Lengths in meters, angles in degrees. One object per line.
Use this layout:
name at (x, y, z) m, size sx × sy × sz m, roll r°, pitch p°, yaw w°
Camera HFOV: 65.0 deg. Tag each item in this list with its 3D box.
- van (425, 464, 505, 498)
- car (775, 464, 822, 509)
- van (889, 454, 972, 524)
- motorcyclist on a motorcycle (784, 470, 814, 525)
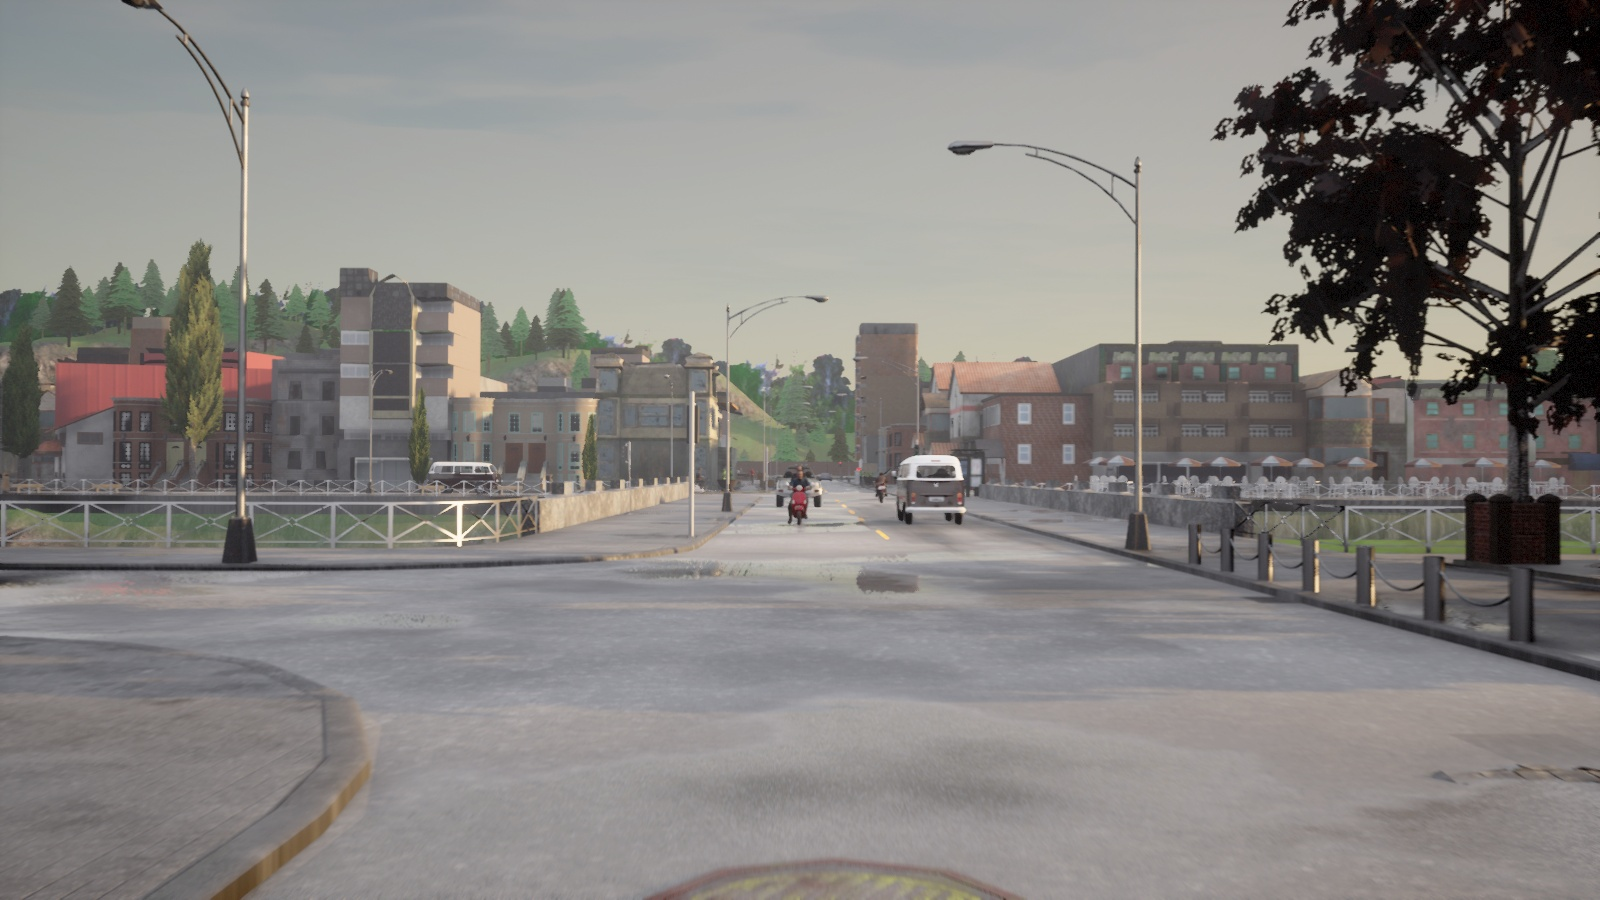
van at (-21.031, 1.942, 78.914) m, size 4.480 × 2.038 × 2.069 m, roll 0°, pitch -1°, yaw 0°
car at (-0.056, 1.542, 54.450) m, size 1.932 × 1.855 × 4.605 m, roll 0°, pitch -1°, yaw 0°
van at (3.959, 1.170, 38.722) m, size 2.069 × 2.038 × 4.480 m, roll 0°, pitch -1°, yaw 0°
motorcyclist on a motorcycle at (-0.012, 1.389, 37.119) m, size 0.866 × 1.590 × 1.817 m, roll 0°, pitch -1°, yaw 1°
